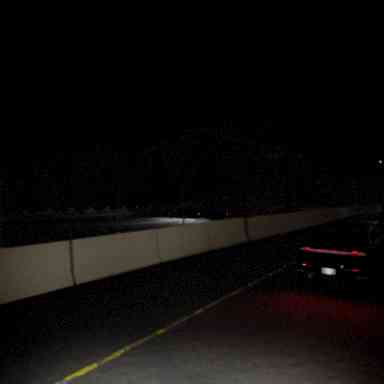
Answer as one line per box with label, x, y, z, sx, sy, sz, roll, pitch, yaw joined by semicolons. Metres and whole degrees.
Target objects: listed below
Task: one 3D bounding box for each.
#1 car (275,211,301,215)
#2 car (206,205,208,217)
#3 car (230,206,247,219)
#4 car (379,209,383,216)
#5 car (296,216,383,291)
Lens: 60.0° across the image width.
car;10.899;2.286;37.892;2.033;1.411;5.357;0;-2;35
car;2.133;2.155;37.521;2.128;1.511;4.902;0;-2;35
car;4.154;2.086;34.283;1.882;1.535;5.008;0;-2;34
car;16.459;2.026;27.157;1.882;1.535;5.008;0;-2;34
car;4.462;1.619;9.554;2.128;1.511;4.902;0;-1;34
